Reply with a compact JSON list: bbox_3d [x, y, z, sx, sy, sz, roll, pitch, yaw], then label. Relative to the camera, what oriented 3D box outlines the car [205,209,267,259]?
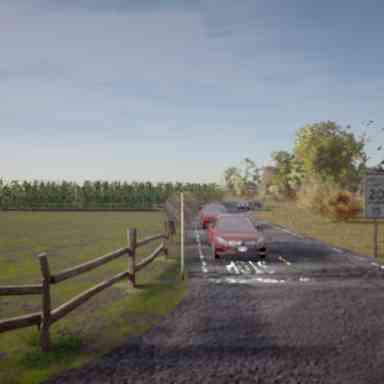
[{"bbox_3d":[1.645,1.633,13.224,1.812,1.442,4.674,0,-1,0],"label":"car"}]

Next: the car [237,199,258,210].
[{"bbox_3d":[7.748,1.904,47.788,2.033,1.411,5.357,0,0,18],"label":"car"}]

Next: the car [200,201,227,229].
[{"bbox_3d":[1.628,1.661,23.329,1.882,1.535,5.008,0,-1,0],"label":"car"}]

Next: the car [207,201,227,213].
[{"bbox_3d":[3.313,1.886,42.863,1.994,1.385,4.181,0,0,13],"label":"car"}]

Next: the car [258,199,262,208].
[{"bbox_3d":[11.061,1.931,57.843,1.837,1.490,4.892,0,0,16],"label":"car"}]

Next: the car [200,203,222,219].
[{"bbox_3d":[1.967,1.817,32.925,1.994,1.385,4.181,0,0,6],"label":"car"}]
